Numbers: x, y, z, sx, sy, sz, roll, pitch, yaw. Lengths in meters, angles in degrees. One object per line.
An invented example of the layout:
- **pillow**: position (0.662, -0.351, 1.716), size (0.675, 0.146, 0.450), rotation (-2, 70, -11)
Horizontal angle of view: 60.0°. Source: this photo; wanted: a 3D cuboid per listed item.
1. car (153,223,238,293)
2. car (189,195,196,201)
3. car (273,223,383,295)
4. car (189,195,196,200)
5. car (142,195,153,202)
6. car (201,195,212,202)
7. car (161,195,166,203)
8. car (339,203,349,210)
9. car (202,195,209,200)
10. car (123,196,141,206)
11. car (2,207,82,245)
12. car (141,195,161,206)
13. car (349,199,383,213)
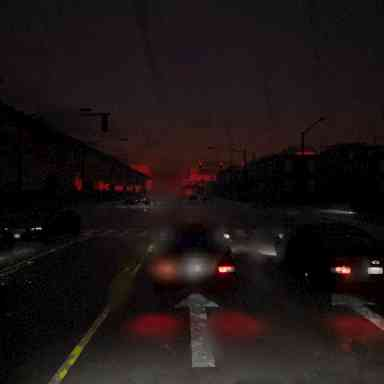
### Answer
- **car**: position (0.091, 1.547, 8.962), size (2.033, 1.411, 5.357), rotation (0, 0, 0)
- **car**: position (0.207, 1.538, 83.246), size (2.033, 1.411, 5.357), rotation (0, 0, 0)
- **car**: position (3.582, 1.547, 8.854), size (2.033, 1.411, 5.357), rotation (0, 0, 2)
- **car**: position (0.232, 1.498, 93.755), size (1.837, 1.490, 4.892), rotation (0, 0, 0)
- **car**: position (-10.310, 1.476, 76.821), size (1.882, 1.535, 5.008), rotation (0, 0, 0)
- **car**: position (3.697, 1.551, 79.078), size (1.994, 1.385, 4.181), rotation (0, 0, 0)
- **car**: position (-6.861, 1.599, 66.342), size (1.895, 1.301, 4.718), rotation (0, 0, 1)
- **car**: position (20.634, 1.547, 39.879), size (5.357, 1.411, 2.033), rotation (0, 0, 0)
- **car**: position (3.733, 1.522, 94.009), size (1.812, 1.442, 4.674), rotation (0, 0, 0)
- **car**: position (-10.431, 1.476, 56.847), size (1.882, 1.535, 5.008), rotation (0, 0, 0)
- **car**: position (-6.854, 1.491, 15.717), size (2.128, 1.511, 4.902), rotation (0, 0, 3)
- **car**: position (-6.933, 1.600, 56.614), size (1.895, 1.301, 4.718), rotation (0, 0, 0)
- **car**: position (20.050, 1.563, 36.375), size (4.181, 1.385, 1.994), rotation (0, 0, 0)
